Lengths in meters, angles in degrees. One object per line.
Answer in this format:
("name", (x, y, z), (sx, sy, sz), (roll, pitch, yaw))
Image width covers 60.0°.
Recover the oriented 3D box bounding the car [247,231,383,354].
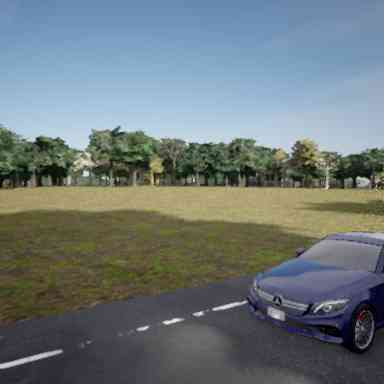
("car", (3.126, 1.520, 6.226), (4.674, 1.442, 1.812), (0, 0, -36))
